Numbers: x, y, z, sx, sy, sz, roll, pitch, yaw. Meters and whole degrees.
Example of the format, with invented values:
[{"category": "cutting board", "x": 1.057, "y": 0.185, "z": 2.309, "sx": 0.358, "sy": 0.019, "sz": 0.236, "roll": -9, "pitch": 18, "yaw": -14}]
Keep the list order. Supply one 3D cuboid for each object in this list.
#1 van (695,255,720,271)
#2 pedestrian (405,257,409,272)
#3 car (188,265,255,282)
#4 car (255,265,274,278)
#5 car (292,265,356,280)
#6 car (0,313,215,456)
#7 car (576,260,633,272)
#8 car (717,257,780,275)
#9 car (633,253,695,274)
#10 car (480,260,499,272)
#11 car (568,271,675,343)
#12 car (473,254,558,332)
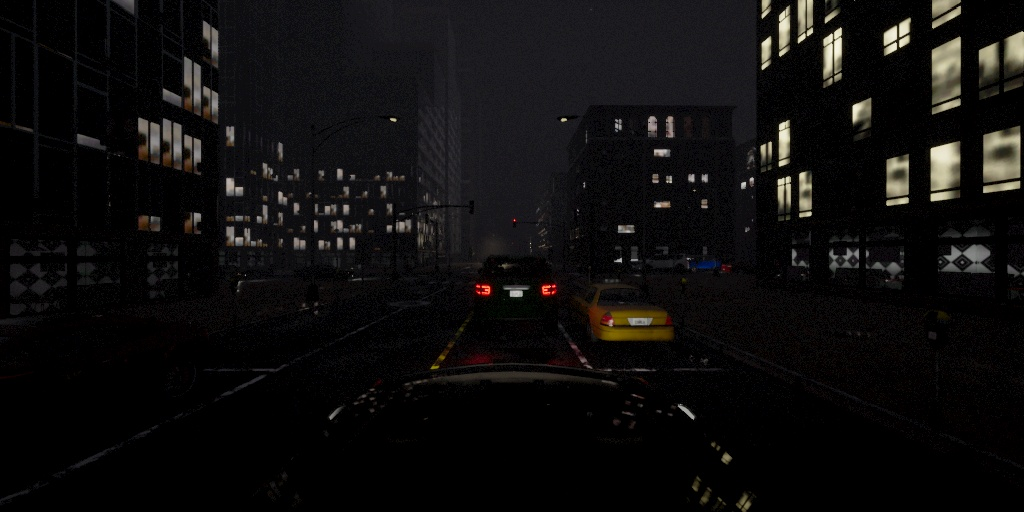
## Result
[{"category": "van", "x": 20.941, "y": 0.799, "z": 39.758, "sx": 3.998, "sy": 1.789, "sz": 1.690, "roll": 0, "pitch": 0, "yaw": -1}, {"category": "pedestrian", "x": -12.390, "y": 1.020, "z": 42.297, "sx": 0.375, "sy": 1.860, "sz": 0.375, "roll": 0, "pitch": 1, "yaw": -1}, {"category": "car", "x": -27.536, "y": 1.602, "z": 33.726, "sx": 4.892, "sy": 1.490, "sz": 1.837, "roll": -1, "pitch": 0, "yaw": -1}, {"category": "car", "x": -28.439, "y": 1.648, "z": 39.096, "sx": 4.403, "sy": 1.370, "sz": 2.007, "roll": 0, "pitch": 0, "yaw": -1}, {"category": "car", "x": -17.721, "y": 1.514, "z": 33.861, "sx": 5.357, "sy": 1.411, "sz": 2.033, "roll": -1, "pitch": 0, "yaw": -1}, {"category": "car", "x": -5.317, "y": 1.332, "z": 3.738, "sx": 1.802, "sy": 1.307, "sz": 4.207, "roll": 0, "pitch": 0, "yaw": 0}, {"category": "car", "x": 8.597, "y": 1.116, "z": 34.382, "sx": 4.902, "sy": 1.511, "sz": 2.128, "roll": -1, "pitch": 0, "yaw": 6}, {"category": "car", "x": 21.057, "y": 1.019, "z": 31.878, "sx": 4.507, "sy": 1.381, "sz": 1.888, "roll": 0, "pitch": 0, "yaw": -1}, {"category": "car", "x": 15.398, "y": 0.755, "z": 37.228, "sx": 5.566, "sy": 2.045, "sz": 2.150, "roll": -1, "pitch": 0, "yaw": -1}, {"category": "car", "x": -3.003, "y": 1.299, "z": 48.450, "sx": 2.033, "sy": 1.411, "sz": 5.357, "roll": 0, "pitch": 0, "yaw": 2}, {"category": "car", "x": 2.558, "y": 1.275, "z": 9.475, "sx": 1.751, "sy": 1.417, "sz": 4.829, "roll": 0, "pitch": 0, "yaw": 0}, {"category": "car", "x": 0.090, "y": 0.971, "z": 11.028, "sx": 2.150, "sy": 2.045, "sz": 5.566, "roll": 0, "pitch": 0, "yaw": 0}]
